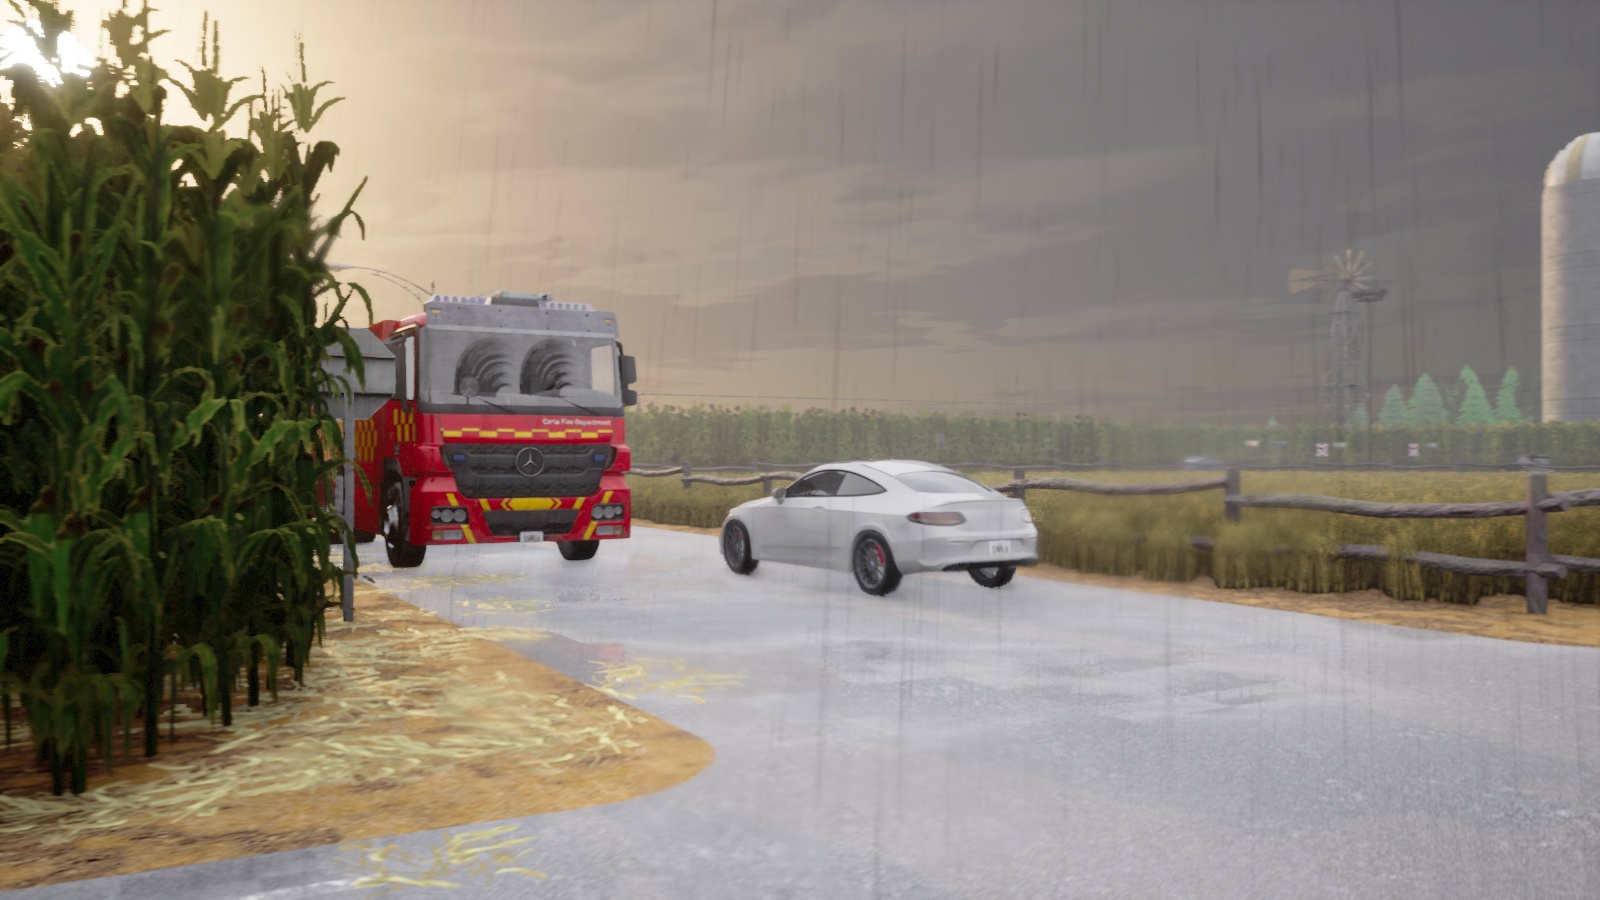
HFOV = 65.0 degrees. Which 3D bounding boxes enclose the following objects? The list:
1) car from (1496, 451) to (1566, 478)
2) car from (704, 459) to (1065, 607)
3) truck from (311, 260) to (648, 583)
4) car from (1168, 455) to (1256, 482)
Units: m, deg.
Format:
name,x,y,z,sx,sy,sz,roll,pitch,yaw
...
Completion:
name,x,y,z,sx,sy,sz,roll,pitch,yaw
car,45.283,0.888,77.872,2.033,1.649,4.856,0,0,7
car,0.784,0.833,14.823,1.812,1.442,4.674,0,0,-33
truck,-5.324,-0.323,19.291,2.891,3.827,8.468,0,0,-29
car,22.547,1.005,68.700,4.674,1.442,1.812,0,0,-28
